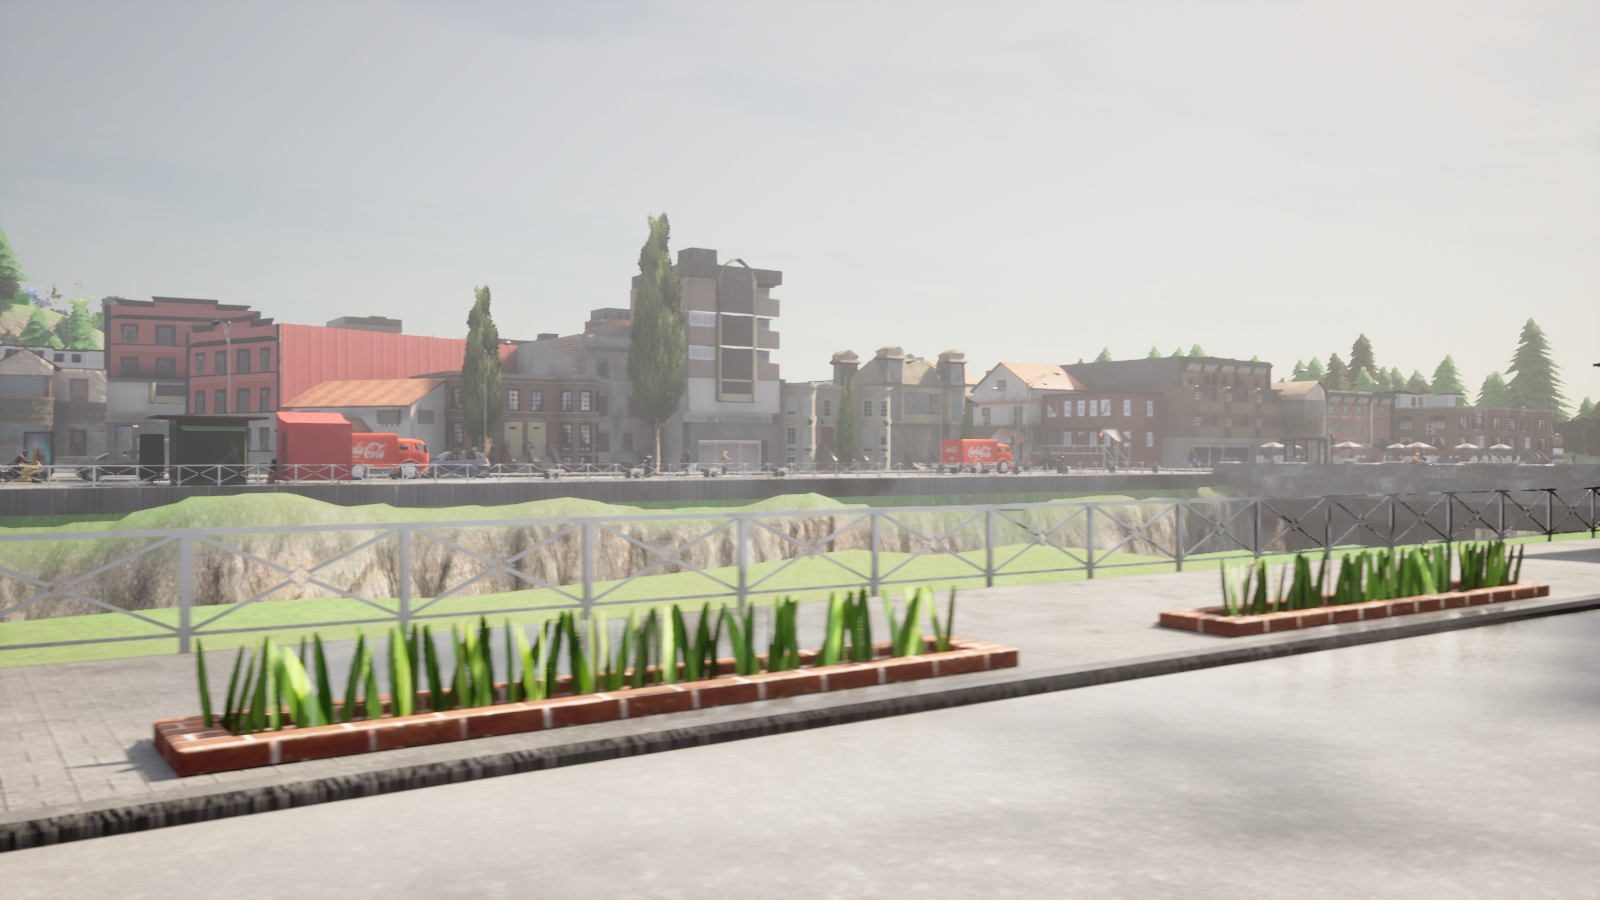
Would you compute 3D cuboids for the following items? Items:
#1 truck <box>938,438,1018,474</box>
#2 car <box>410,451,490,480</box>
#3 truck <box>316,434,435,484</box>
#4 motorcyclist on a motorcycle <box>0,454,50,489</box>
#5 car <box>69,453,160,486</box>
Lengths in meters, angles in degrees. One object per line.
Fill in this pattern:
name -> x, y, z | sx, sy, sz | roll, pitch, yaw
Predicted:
truck -> 12.509, 0.445, 88.238 | 5.204, 2.467, 2.627 | 0, 0, -35
car -> -19.685, 0.858, 70.650 | 3.988, 1.617, 1.851 | 0, 0, -35
truck -> -21.731, 0.462, 64.347 | 5.204, 2.467, 2.627 | 0, 0, -35
motorcyclist on a motorcycle -> -34.390, 0.936, 55.508 | 2.044, 1.523, 0.797 | 0, 0, -35
car -> -33.346, 0.944, 61.115 | 3.705, 1.549, 1.789 | 0, 0, -35
